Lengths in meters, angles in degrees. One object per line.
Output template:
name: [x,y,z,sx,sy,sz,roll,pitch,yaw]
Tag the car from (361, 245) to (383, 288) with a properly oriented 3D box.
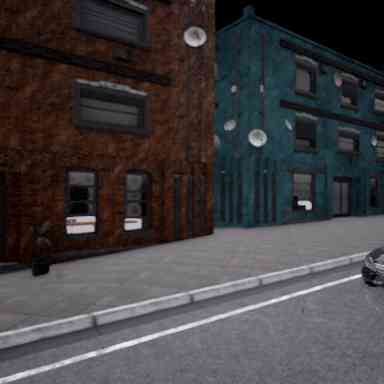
car: [5.935,1.456,7.918,4.674,1.442,1.812,-1,0,-36]
